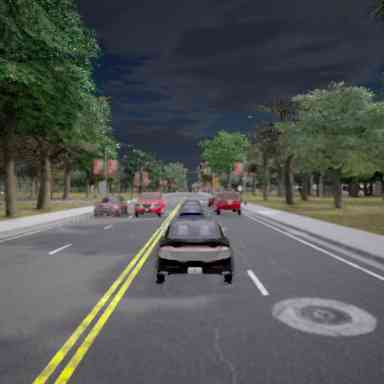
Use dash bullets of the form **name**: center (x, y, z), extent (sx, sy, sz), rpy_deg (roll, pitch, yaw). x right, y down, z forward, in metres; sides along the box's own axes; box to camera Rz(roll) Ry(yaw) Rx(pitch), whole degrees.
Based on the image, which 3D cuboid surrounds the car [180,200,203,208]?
- **car**: center (-0.027, 1.354, 27.249), extent (1.994, 1.385, 4.181), rpy_deg (0, 0, 0)

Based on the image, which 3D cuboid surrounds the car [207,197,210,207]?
- **car**: center (3.049, 1.152, 43.745), extent (1.882, 1.535, 5.008), rpy_deg (0, 0, 0)

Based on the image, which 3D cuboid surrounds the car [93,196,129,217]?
- **car**: center (-6.726, 1.123, 27.940), extent (2.097, 1.767, 4.553), rpy_deg (0, 1, 0)

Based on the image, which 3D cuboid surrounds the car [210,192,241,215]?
- **car**: center (3.207, 0.989, 30.873), extent (2.150, 2.045, 5.566), rpy_deg (0, 0, 0)

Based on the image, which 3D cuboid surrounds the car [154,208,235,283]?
- **car**: center (0.051, 1.418, 9.402), extent (2.128, 1.511, 4.902), rpy_deg (0, 0, 0)

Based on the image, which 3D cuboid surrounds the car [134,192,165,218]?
- **car**: center (-3.477, 0.999, 28.187), extent (2.150, 2.045, 5.566), rpy_deg (0, 0, 0)
